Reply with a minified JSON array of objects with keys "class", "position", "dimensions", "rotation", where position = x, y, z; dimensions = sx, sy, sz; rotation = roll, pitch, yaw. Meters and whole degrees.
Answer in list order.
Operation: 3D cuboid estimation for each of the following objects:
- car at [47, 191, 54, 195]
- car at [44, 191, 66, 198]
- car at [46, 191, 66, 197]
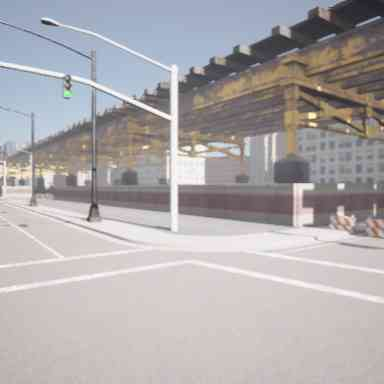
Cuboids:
[{"class":"car","position":[-26.318,0.550,66.963],"dimensions":[4.974,1.542,2.038],"rotation":[0,1,19]},{"class":"car","position":[-28.972,0.500,70.730],"dimensions":[2.038,1.542,4.974],"rotation":[0,1,9]},{"class":"car","position":[-28.965,0.342,70.779],"dimensions":[1.853,1.218,4.536],"rotation":[0,1,9]}]
